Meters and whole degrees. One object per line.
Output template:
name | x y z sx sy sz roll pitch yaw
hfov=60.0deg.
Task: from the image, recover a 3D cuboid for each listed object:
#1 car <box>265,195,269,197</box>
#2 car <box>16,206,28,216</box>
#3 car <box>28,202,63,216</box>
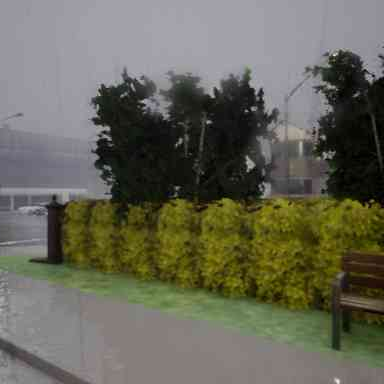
car | 16.154 0.927 66.326 1.882 1.535 5.008 -1 0 35
car | -17.168 1.857 37.300 1.812 1.442 4.674 -1 0 33
car | -14.445 1.856 35.065 1.994 1.385 4.181 -1 0 35
